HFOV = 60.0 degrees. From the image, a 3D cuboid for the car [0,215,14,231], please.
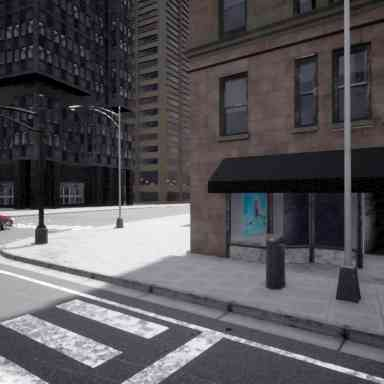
[{"bbox_3d":[-12.531,1.626,19.007,1.812,1.442,4.674,0,-1,16],"label":"car"}]
